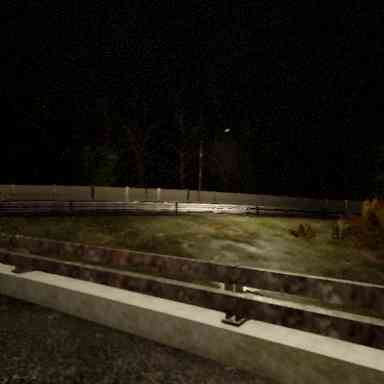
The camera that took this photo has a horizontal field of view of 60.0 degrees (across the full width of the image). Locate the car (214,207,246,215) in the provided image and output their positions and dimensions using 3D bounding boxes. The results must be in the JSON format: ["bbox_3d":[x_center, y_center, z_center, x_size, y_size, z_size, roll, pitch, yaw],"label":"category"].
[{"bbox_3d":[5.154,2.317,44.223,4.718,1.301,1.895,3,-1,-25],"label":"car"}]
